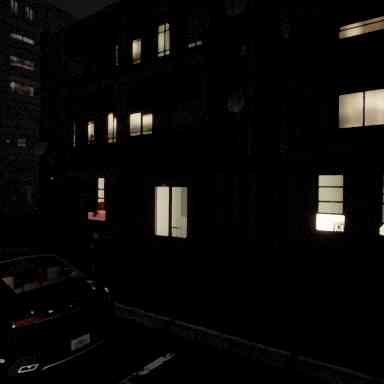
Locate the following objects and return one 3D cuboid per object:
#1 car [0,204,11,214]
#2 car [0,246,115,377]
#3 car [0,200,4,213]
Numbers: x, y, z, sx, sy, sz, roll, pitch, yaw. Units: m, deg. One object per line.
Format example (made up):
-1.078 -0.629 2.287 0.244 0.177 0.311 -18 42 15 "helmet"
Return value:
-21.640 1.655 34.076 2.033 1.411 5.357 1 0 36 "car"
-3.103 1.549 5.230 4.403 1.369 2.008 0 1 36 "car"
-23.287 1.622 36.212 2.008 1.369 4.403 1 0 36 "car"
